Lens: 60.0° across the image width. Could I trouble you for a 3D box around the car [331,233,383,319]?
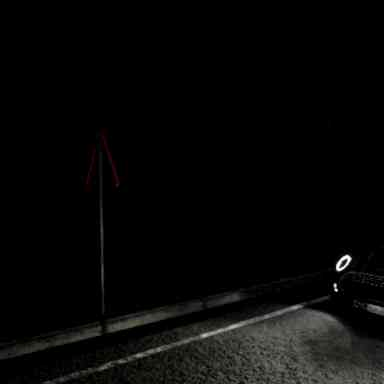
[{"bbox_3d":[4.884,1.359,6.794,4.553,1.767,2.097,0,0,-35],"label":"car"}]
